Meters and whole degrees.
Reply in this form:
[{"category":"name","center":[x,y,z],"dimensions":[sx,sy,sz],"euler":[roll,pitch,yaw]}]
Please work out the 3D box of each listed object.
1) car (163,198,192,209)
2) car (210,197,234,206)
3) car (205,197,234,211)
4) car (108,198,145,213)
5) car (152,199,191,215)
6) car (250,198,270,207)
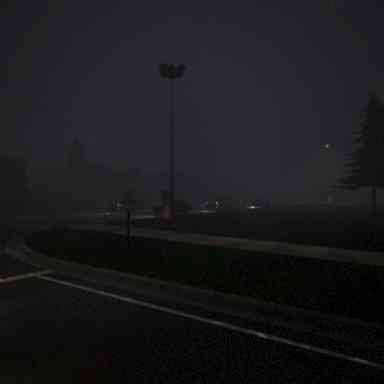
[{"category":"car","center":[-2.023,1.638,47.023],"dimensions":[1.994,1.385,4.181],"euler":[0,0,35]},{"category":"car","center":[5.205,1.578,57.318],"dimensions":[1.837,1.490,4.892],"euler":[0,0,35]},{"category":"car","center":[3.541,1.408,42.769],"dimensions":[2.097,1.767,4.553],"euler":[0,0,35]},{"category":"car","center":[-7.633,1.426,38.988],"dimensions":[2.097,1.767,4.553],"euler":[0,0,35]},{"category":"car","center":[-2.084,1.533,34.712],"dimensions":[1.882,1.535,5.008],"euler":[0,0,35]},{"category":"car","center":[10.984,1.619,53.389],"dimensions":[1.994,1.385,4.181],"euler":[0,0,35]}]
